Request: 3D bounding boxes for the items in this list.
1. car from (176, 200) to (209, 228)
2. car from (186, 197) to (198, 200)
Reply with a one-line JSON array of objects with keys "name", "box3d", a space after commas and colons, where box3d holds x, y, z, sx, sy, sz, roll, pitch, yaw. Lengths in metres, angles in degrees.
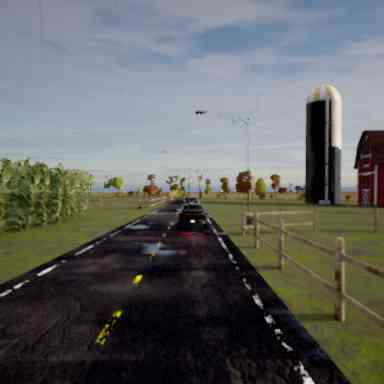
[{"name": "car", "box3d": [0.041, 1.505, 22.393, 1.837, 1.490, 4.892, 0, 0, 0]}, {"name": "car", "box3d": [-0.019, 1.366, 42.247, 2.097, 1.767, 4.553, 0, 0, 0]}]
